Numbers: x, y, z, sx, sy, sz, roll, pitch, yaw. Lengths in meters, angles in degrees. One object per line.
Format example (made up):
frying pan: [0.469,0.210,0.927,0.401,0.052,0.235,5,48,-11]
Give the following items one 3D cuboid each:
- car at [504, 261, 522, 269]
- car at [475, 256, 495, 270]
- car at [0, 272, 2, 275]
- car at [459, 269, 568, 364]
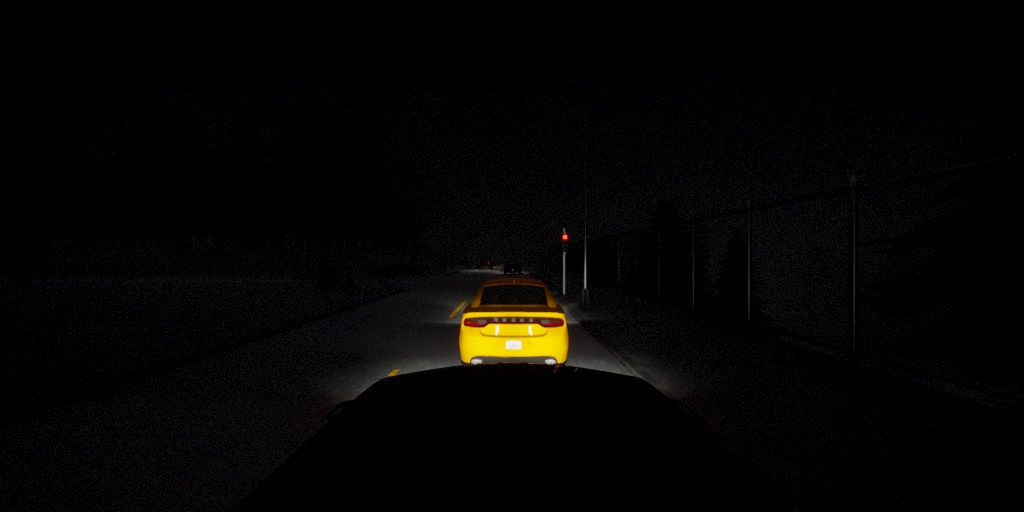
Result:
car: [0.087,1.256,39.374,1.812,1.442,4.674,0,0,0]
car: [-4.076,0.946,52.617,2.150,2.045,5.566,0,0,1]
car: [-48.083,1.282,31.190,5.357,1.411,2.033,0,0,1]
car: [0.047,1.224,8.009,1.882,1.535,5.008,0,0,0]
